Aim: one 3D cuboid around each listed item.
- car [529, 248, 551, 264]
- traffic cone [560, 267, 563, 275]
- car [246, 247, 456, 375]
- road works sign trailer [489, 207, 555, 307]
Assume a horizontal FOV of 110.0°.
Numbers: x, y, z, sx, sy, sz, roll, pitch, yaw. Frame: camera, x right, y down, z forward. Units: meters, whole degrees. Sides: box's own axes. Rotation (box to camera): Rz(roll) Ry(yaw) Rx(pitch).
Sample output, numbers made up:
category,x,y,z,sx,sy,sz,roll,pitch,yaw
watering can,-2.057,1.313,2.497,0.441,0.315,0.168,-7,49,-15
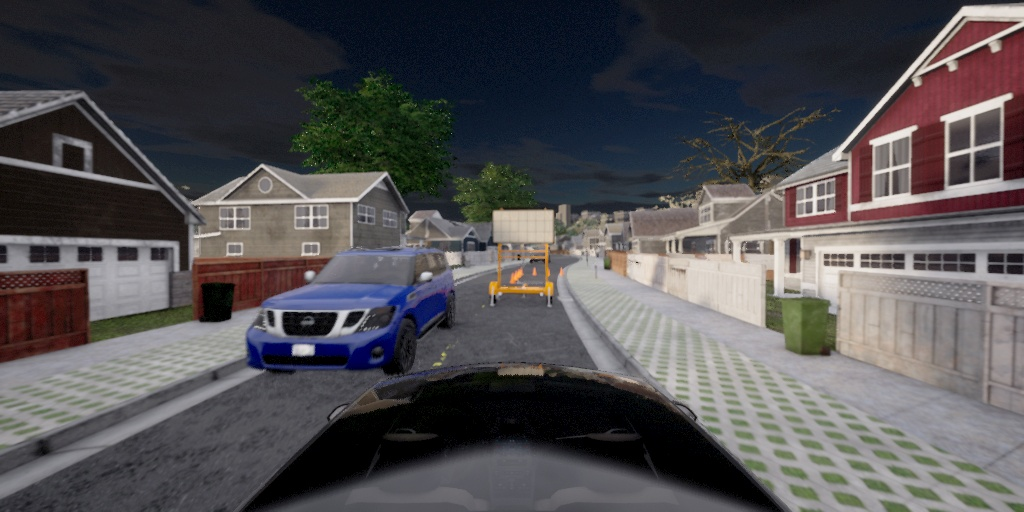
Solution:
category,x,y,z,sx,sy,sz,roll,pitch,yaw
car,3.775,-0.048,47.761,2.150,2.045,5.566,0,1,15
traffic cone,3.680,1.133,26.615,0.340,0.580,0.340,0,0,6
car,-2.649,0.832,7.507,2.150,2.045,5.566,0,1,2
road works sign trailer,0.444,-0.071,13.896,2.380,3.560,2.880,0,0,6
